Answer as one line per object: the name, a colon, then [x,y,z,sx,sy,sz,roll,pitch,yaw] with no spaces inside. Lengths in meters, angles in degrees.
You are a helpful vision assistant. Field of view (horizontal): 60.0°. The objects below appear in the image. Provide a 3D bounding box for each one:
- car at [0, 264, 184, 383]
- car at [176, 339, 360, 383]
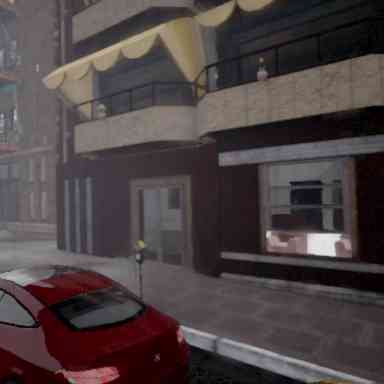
car: [-1.965,1.592,4.146,4.206,1.307,1.802,0,-2,36]
car: [2.399,1.522,1.035,4.829,1.417,1.752,0,-2,36]
